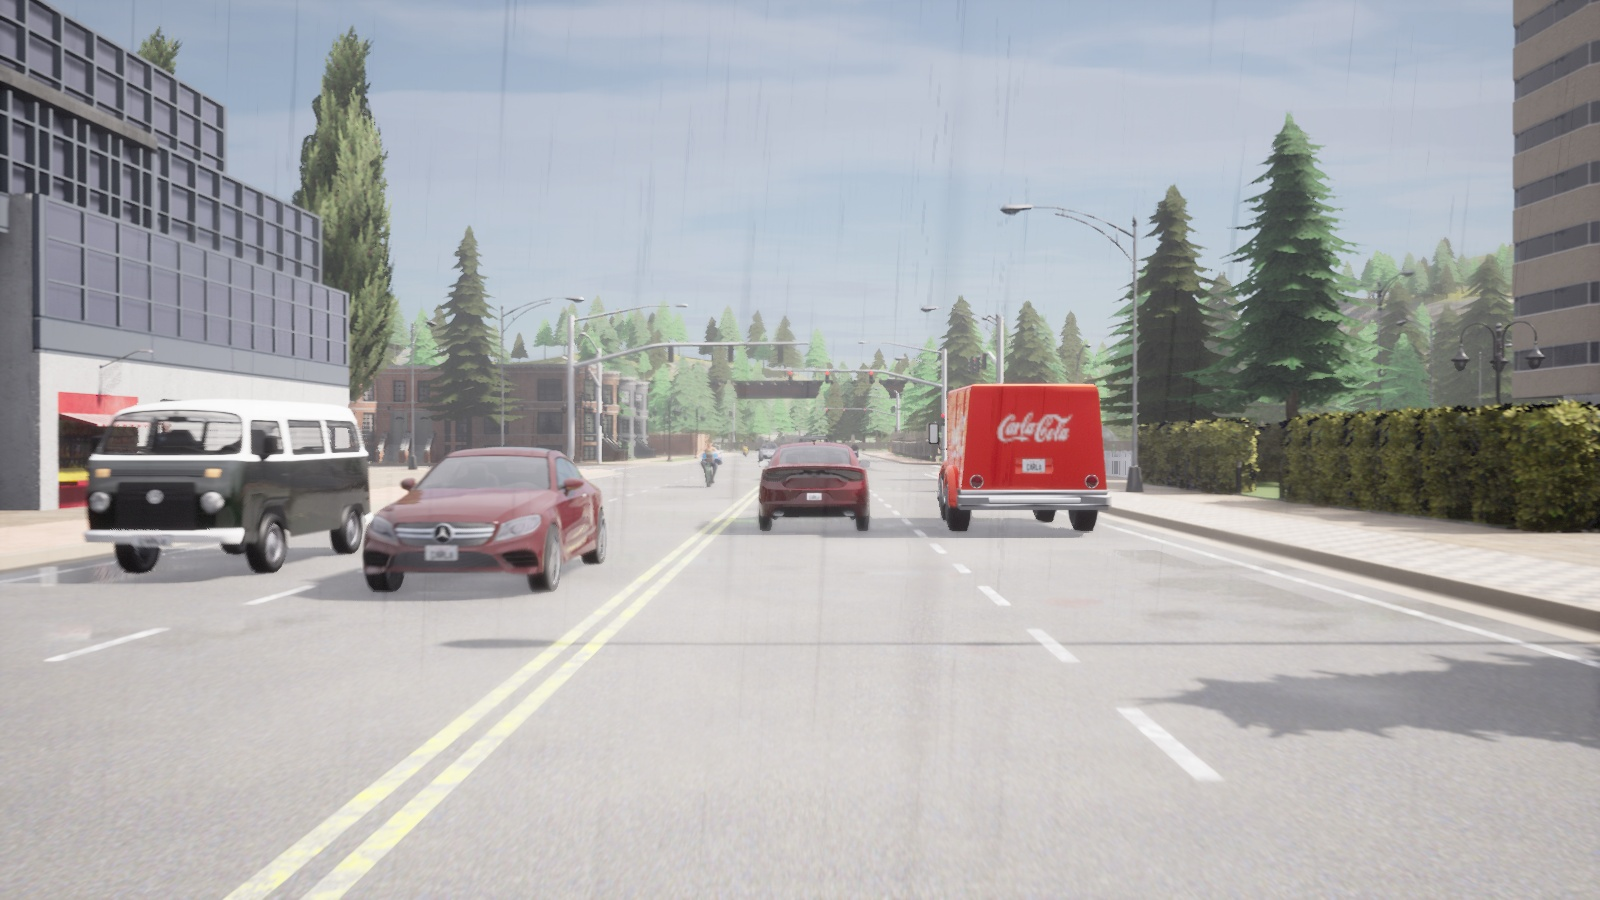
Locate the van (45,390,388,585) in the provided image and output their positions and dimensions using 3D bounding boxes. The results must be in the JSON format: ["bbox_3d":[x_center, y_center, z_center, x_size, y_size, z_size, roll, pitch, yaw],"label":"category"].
[{"bbox_3d":[-6.828,0.378,15.350,2.069,2.038,4.480,0,0,1],"label":"van"}]

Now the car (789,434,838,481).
[{"bbox_3d":[0.566,0.273,51.599,1.932,1.855,4.605,0,0,1],"label":"car"}]

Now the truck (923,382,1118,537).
[{"bbox_3d":[3.751,0.136,22.499,2.627,2.467,5.204,0,0,1],"label":"truck"}]

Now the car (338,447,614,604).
[{"bbox_3d":[-3.343,0.691,13.954,1.812,1.442,4.674,0,0,1],"label":"car"}]

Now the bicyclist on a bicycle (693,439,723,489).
[{"bbox_3d":[-3.037,0.446,41.624,0.866,1.612,1.509,0,0,1],"label":"bicyclist on a bicycle"}]

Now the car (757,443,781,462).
[{"bbox_3d":[-2.434,0.202,98.672,1.845,1.501,3.633,0,0,0],"label":"car"}]

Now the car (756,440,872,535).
[{"bbox_3d":[0.255,0.595,22.960,1.882,1.535,5.008,0,0,1],"label":"car"}]
